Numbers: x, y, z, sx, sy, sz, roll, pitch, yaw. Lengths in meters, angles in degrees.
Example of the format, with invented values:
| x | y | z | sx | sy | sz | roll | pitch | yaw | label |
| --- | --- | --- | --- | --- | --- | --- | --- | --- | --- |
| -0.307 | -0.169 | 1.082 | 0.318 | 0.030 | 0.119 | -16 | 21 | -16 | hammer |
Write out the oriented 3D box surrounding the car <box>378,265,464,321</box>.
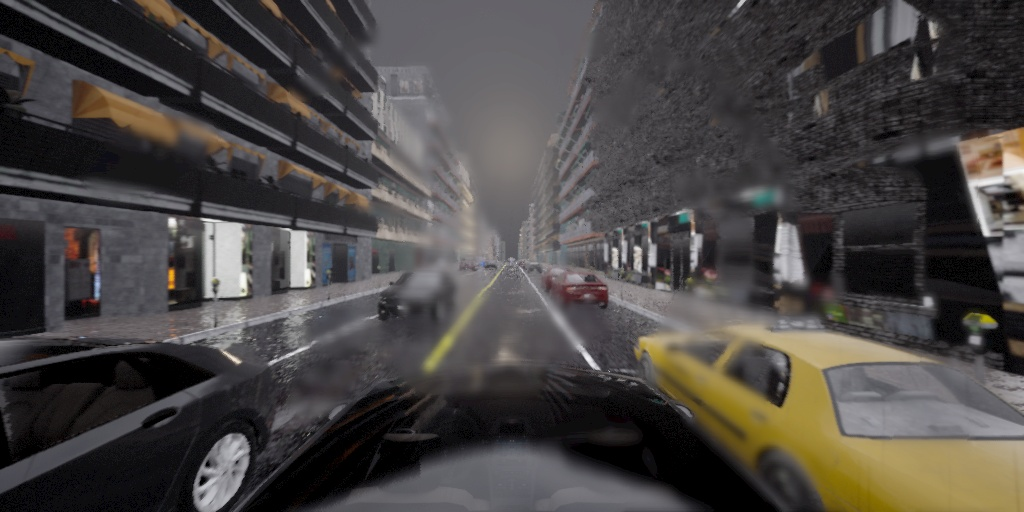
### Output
| x | y | z | sx | sy | sz | roll | pitch | yaw | label |
| --- | --- | --- | --- | --- | --- | --- | --- | --- | --- |
| -3.098 | 1.235 | 12.710 | 1.882 | 1.535 | 5.008 | 0 | 0 | 0 | car |

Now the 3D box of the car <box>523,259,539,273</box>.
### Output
| x | y | z | sx | sy | sz | roll | pitch | yaw | label |
| --- | --- | --- | --- | --- | --- | --- | --- | --- | --- |
| 2.653 | 1.343 | 43.128 | 2.007 | 1.370 | 4.403 | 0 | 0 | 0 | car |

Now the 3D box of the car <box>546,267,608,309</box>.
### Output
| x | y | z | sx | sy | sz | roll | pitch | yaw | label |
| --- | --- | --- | --- | --- | --- | --- | --- | --- | --- |
| 2.679 | 1.302 | 14.816 | 1.888 | 1.381 | 4.507 | 0 | 0 | 0 | car |

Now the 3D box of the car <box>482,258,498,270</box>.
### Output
| x | y | z | sx | sy | sz | roll | pitch | yaw | label |
| --- | --- | --- | --- | --- | --- | --- | --- | --- | --- |
| -3.112 | 1.411 | 54.429 | 1.895 | 1.301 | 4.718 | 0 | 0 | 0 | car |

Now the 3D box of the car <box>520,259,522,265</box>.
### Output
| x | y | z | sx | sy | sz | roll | pitch | yaw | label |
| --- | --- | --- | --- | --- | --- | --- | --- | --- | --- |
| 2.643 | 1.352 | 54.453 | 1.888 | 1.381 | 4.507 | 0 | 0 | 0 | car |

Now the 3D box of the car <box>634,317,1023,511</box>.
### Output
| x | y | z | sx | sy | sz | roll | pitch | yaw | label |
| --- | --- | --- | --- | --- | --- | --- | --- | --- | --- |
| 2.689 | 1.275 | 3.665 | 1.751 | 1.417 | 4.829 | 0 | 0 | 0 | car |

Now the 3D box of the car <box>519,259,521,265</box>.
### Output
| x | y | z | sx | sy | sz | roll | pitch | yaw | label |
| --- | --- | --- | --- | --- | --- | --- | --- | --- | --- |
| 2.637 | 1.256 | 60.113 | 1.967 | 1.591 | 4.097 | 0 | 0 | 0 | car |

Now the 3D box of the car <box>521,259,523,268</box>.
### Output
| x | y | z | sx | sy | sz | roll | pitch | yaw | label |
| --- | --- | --- | --- | --- | --- | --- | --- | --- | --- |
| 2.648 | 1.351 | 48.790 | 2.007 | 1.370 | 4.403 | 0 | 0 | 0 | car |

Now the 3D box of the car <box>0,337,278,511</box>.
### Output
| x | y | z | sx | sy | sz | roll | pitch | yaw | label |
| --- | --- | --- | --- | --- | --- | --- | --- | --- | --- |
| -3.099 | 1.258 | 1.360 | 1.837 | 1.490 | 4.892 | 0 | 0 | 0 | car |

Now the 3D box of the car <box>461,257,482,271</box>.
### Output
| x | y | z | sx | sy | sz | roll | pitch | yaw | label |
| --- | --- | --- | --- | --- | --- | --- | --- | --- | --- |
| -5.733 | 1.119 | 48.803 | 2.192 | 1.841 | 5.009 | 0 | 0 | 0 | car |

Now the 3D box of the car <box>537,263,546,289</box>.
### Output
| x | y | z | sx | sy | sz | roll | pitch | yaw | label |
| --- | --- | --- | --- | --- | --- | --- | --- | --- | --- |
| 2.674 | 1.309 | 20.478 | 1.888 | 1.381 | 4.507 | 0 | 0 | 0 | car |
